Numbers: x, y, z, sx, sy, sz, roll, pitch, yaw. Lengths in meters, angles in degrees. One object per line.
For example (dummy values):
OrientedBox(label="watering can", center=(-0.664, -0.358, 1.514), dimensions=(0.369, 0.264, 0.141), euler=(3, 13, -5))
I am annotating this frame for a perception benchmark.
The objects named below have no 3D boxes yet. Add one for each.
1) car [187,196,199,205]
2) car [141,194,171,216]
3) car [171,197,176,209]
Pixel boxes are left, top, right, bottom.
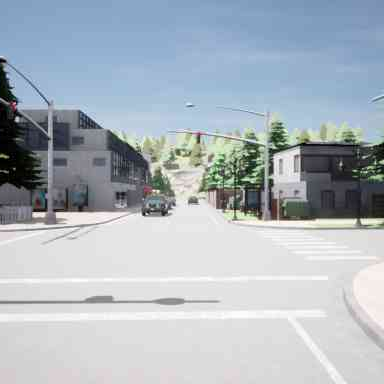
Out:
OrientedBox(label="car", center=(0.185, 1.505, 59.556), dimensions=(1.837, 1.490, 4.892), euler=(0, 0, 0))
OrientedBox(label="car", center=(-3.555, 1.221, 32.699), dimensions=(2.150, 2.045, 5.566), euler=(0, 0, 0))
OrientedBox(label="car", center=(-3.538, 1.491, 42.749), dimensions=(2.128, 1.511, 4.902), euler=(0, 0, 0))
